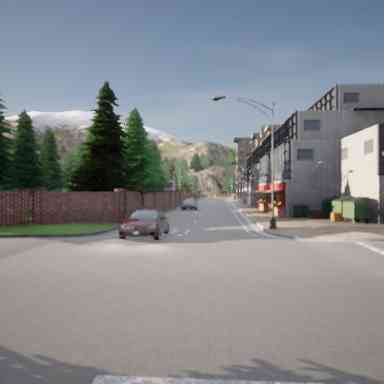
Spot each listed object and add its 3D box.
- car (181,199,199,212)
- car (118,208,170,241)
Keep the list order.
[{"bbox_3d":[-0.246,1.635,41.107,1.812,1.442,4.674,0,0,5],"label":"car"},{"bbox_3d":[-2.243,1.557,16.720,1.812,1.442,4.674,0,-1,5],"label":"car"}]
